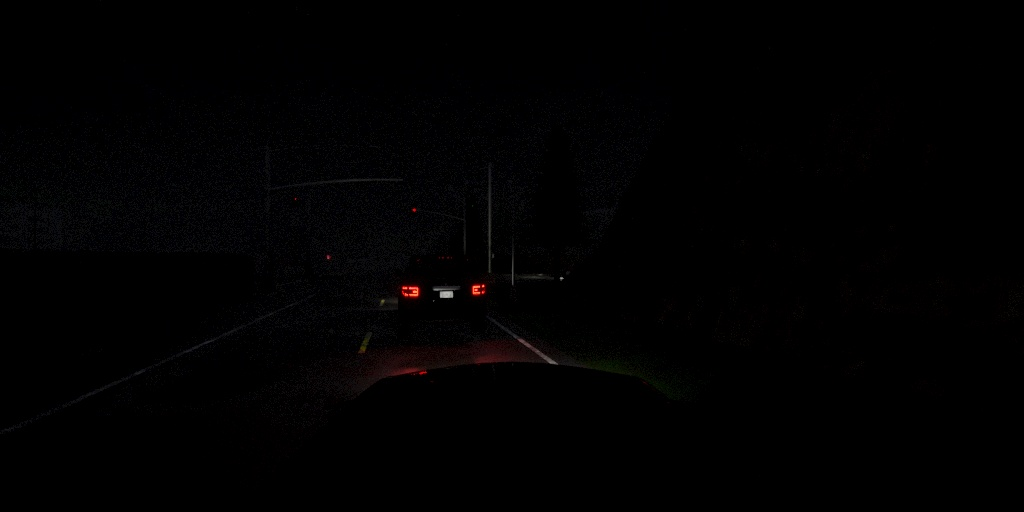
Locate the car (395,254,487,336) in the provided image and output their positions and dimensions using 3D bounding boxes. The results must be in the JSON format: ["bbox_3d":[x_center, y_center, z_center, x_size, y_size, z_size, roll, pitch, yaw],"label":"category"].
[{"bbox_3d":[-2.256,0.971,10.740,2.150,2.045,5.566,0,0,-17],"label":"car"}]

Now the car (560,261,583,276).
[{"bbox_3d":[6.571,1.228,35.306,5.008,1.535,1.882,0,0,-19],"label":"car"}]
